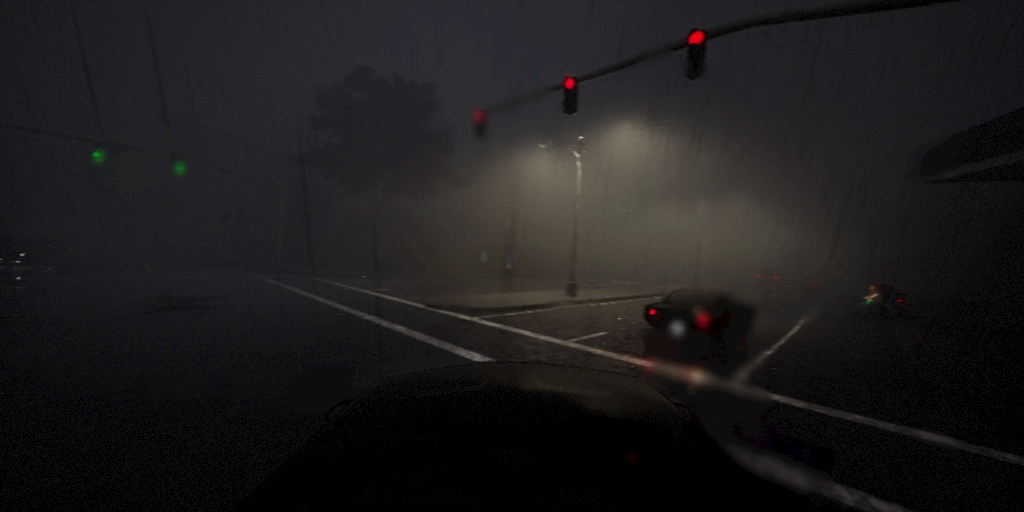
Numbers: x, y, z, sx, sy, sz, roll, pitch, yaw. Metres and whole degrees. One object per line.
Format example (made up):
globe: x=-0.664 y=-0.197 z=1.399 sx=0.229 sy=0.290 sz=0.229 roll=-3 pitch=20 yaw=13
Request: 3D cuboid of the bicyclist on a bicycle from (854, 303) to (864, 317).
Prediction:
bicyclist on a bicycle: x=17.776 y=2.225 z=17.468 sx=1.656 sy=1.620 sz=0.582 roll=3 pitch=0 yaw=26

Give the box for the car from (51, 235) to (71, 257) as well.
car: x=-35.294 y=-0.793 z=27.002 sx=5.008 sy=1.535 sz=1.882 roll=3 pitch=0 yaw=44

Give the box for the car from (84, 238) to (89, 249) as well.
car: x=-49.564 y=-1.560 z=40.626 sx=4.674 sy=1.442 sz=1.812 roll=3 pitch=0 yaw=43

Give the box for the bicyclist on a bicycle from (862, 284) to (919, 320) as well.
bicyclist on a bicycle: x=17.723 y=2.156 z=16.734 sx=0.582 sy=1.620 sz=1.656 roll=3 pitch=-9 yaw=-29

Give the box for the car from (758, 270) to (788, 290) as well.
car: x=28.954 y=2.634 z=39.747 sx=2.150 sy=2.045 sz=5.566 roll=3 pitch=-1 yaw=44

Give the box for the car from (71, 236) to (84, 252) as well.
car: x=-42.354 y=-1.196 z=33.790 sx=5.008 sy=1.535 sz=1.882 roll=3 pitch=0 yaw=43

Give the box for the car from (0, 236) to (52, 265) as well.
car: x=-28.203 y=-0.317 z=20.233 sx=5.357 sy=1.411 sz=2.033 roll=3 pitch=0 yaw=44

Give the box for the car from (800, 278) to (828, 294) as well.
car: x=31.462 y=3.054 z=37.335 sx=4.902 sy=1.511 sz=2.128 roll=3 pitch=0 yaw=-45

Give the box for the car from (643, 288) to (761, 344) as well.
car: x=5.947 y=1.693 z=10.970 sx=4.718 sy=1.301 sz=1.895 roll=3 pitch=0 yaw=-44
